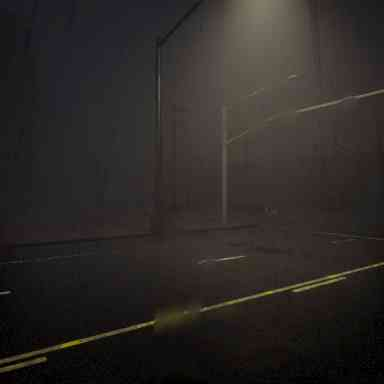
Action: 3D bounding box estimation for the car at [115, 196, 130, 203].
[{"bbox_3d":[-14.417,1.468,69.097,1.812,1.442,4.674,0,0,-36],"label":"car"}]

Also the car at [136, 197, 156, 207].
[{"bbox_3d":[-6.888,1.478,52.388,1.882,1.535,5.008,0,0,-35],"label":"car"}]

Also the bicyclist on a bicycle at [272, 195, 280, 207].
[{"bbox_3d":[11.500,1.303,45.517,1.656,1.620,0.582,0,0,-36],"label":"bicyclist on a bicycle"}]

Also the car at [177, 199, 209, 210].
[{"bbox_3d":[0.073,1.601,42.620,1.895,1.301,4.718,0,0,-36],"label":"car"}]

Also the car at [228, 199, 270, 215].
[{"bbox_3d":[5.856,1.491,34.519,2.128,1.511,4.902,0,0,-36],"label":"car"}]

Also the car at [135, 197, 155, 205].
[{"bbox_3d":[-8.606,1.564,61.046,1.994,1.385,4.181,0,0,-35],"label":"car"}]
